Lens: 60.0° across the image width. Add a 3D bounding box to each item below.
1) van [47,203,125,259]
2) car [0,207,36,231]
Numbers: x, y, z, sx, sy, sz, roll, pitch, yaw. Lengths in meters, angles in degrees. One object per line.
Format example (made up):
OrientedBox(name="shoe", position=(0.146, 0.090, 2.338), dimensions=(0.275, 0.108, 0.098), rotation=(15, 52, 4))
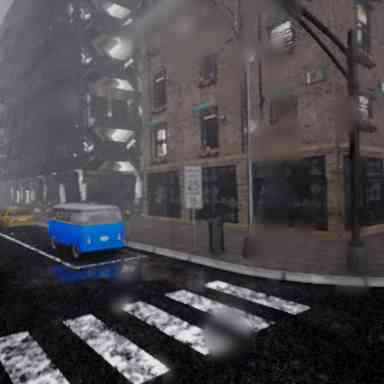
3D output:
OrientedBox(name="van", position=(-4.093, 1.337, 12.499), dimensions=(1.690, 1.788, 3.998), rotation=(-2, 0, -40))
OrientedBox(name="car", position=(-11.402, 1.626, 21.366), dimensions=(1.752, 1.417, 4.829), rotation=(-2, 0, -40))
